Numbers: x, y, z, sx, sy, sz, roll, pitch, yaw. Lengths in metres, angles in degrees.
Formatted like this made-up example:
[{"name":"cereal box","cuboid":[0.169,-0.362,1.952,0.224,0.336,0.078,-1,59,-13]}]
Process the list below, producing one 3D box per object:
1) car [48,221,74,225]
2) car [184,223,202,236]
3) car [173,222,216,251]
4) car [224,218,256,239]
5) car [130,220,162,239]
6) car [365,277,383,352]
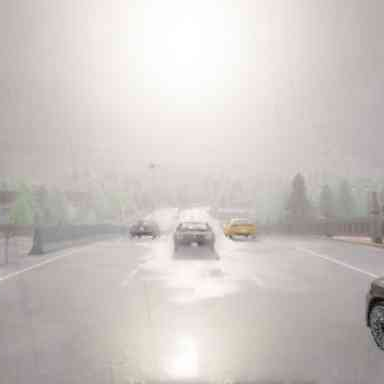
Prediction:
[{"name":"car","cuboid":[-10.583,3.030,27.074,1.994,1.385,4.181,0,-6,0]},{"name":"car","cuboid":[0.099,4.328,37.716,1.994,1.385,4.181,0,-7,0]},{"name":"car","cuboid":[0.100,2.128,16.518,1.895,1.301,4.718,0,-4,0]},{"name":"car","cuboid":[3.599,2.780,25.558,1.882,1.535,5.008,0,-6,0]},{"name":"car","cuboid":[-3.401,2.794,25.027,2.033,1.411,5.357,0,-6,0]},{"name":"car","cuboid":[3.599,1.506,3.248,2.128,1.511,4.902,0,-1,0]}]
